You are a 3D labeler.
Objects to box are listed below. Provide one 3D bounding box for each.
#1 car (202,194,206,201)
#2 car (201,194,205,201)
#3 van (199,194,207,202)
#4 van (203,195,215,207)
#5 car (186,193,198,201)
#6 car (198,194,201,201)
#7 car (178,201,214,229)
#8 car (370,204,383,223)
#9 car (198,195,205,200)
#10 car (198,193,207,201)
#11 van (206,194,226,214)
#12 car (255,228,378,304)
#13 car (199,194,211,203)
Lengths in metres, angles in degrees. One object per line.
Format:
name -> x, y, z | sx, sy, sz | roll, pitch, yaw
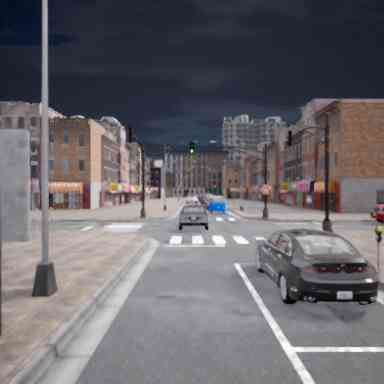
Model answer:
car -> 2.639, 1.421, 40.401 | 1.967, 1.590, 4.097 | 0, 0, 0
car -> 2.639, 1.421, 45.876 | 1.967, 1.590, 4.097 | 0, 0, 0
van -> 2.642, 1.332, 78.728 | 1.690, 1.788, 3.998 | 0, 0, 0
van -> 2.639, 1.323, 51.352 | 1.690, 1.788, 3.998 | 0, 0, 0
car -> 0.006, 1.208, 64.993 | 2.150, 2.045, 5.566 | 0, 0, 0
car -> 2.638, 1.298, 56.825 | 2.192, 1.841, 5.009 | 0, 0, 0
car -> 0.101, 1.542, 21.453 | 2.033, 1.411, 5.357 | 0, 0, 0
car -> 15.398, 1.208, 22.965 | 5.566, 2.045, 2.150 | 0, 0, 0
car -> 2.644, 1.523, 95.325 | 1.752, 1.417, 4.829 | 0, 0, 0
car -> 2.642, 1.308, 84.204 | 2.192, 1.841, 5.009 | 0, 0, 0
van -> 2.638, 1.322, 34.925 | 1.690, 1.788, 3.998 | 0, 0, 0
car -> 2.636, 1.543, 7.923 | 2.008, 1.369, 4.403 | 0, 0, 0
car -> 2.640, 1.302, 67.778 | 2.192, 1.841, 5.009 | 0, 0, 0
